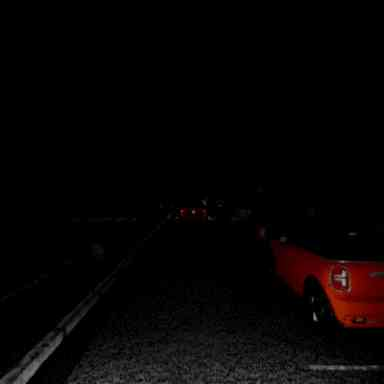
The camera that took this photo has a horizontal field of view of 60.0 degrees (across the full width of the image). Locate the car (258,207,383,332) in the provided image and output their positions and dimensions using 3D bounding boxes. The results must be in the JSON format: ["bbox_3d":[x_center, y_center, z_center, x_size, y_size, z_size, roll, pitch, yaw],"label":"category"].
[{"bbox_3d":[2.997,1.362,7.029,2.185,1.767,4.553,0,0,0],"label":"car"}]

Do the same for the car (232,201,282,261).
[{"bbox_3d":[2.998,1.371,12.549,2.185,1.767,4.553,0,0,0],"label":"car"}]

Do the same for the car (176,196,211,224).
[{"bbox_3d":[0.099,1.399,25.192,2.097,1.767,4.553,0,0,0],"label":"car"}]

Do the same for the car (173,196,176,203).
[{"bbox_3d":[-3.472,2.333,95.273,2.002,1.452,4.674,0,-1,-12],"label":"car"}]

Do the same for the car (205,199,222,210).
[{"bbox_3d":[2.877,1.664,45.727,2.002,1.452,4.674,0,0,-1],"label":"car"}]

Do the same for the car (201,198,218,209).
[{"bbox_3d":[2.645,1.675,51.270,2.097,1.535,5.008,0,-1,-2],"label":"car"}]

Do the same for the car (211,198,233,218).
[{"bbox_3d":[2.998,1.552,34.660,2.231,1.521,4.892,0,0,0],"label":"car"}]

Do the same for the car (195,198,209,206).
[{"bbox_3d":[1.801,1.806,62.489,2.163,1.488,4.792,0,-1,-5],"label":"car"}]

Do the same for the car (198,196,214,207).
[{"bbox_3d":[2.297,1.599,56.784,2.185,1.767,4.553,0,-1,-4],"label":"car"}]

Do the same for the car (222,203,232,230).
[{"bbox_3d":[2.998,1.550,18.225,2.002,1.452,4.674,0,0,0],"label":"car"}]

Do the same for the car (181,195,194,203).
[{"bbox_3d":[-1.249,1.791,84.462,2.435,2.045,5.566,0,-1,-10],"label":"car"}]

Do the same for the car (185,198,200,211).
[{"bbox_3d":[-0.015,1.598,42.979,1.882,1.535,5.008,0,0,-1],"label":"car"}]
